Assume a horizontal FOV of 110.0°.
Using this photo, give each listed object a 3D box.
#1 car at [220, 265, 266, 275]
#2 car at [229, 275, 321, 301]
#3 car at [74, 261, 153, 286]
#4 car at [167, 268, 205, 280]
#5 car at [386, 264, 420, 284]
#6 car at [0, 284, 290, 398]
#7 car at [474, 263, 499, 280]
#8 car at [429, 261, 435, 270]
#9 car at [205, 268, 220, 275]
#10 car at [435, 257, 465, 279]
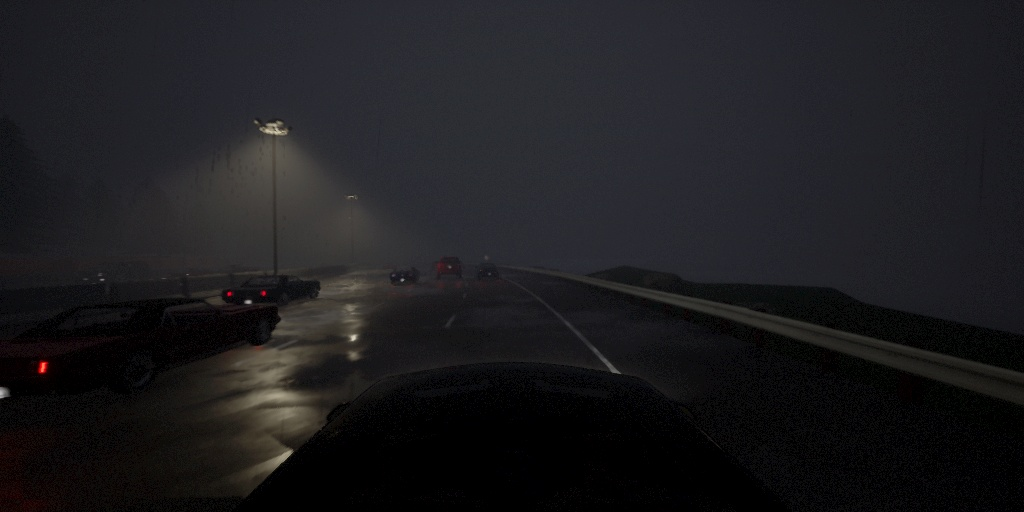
[{"bbox_3d":[-24.024,1.676,32.696,1.994,1.385,4.181,-1,0,-11],"label":"car"},{"bbox_3d":[-10.556,1.510,16.260,1.895,1.301,4.718,-1,0,-6],"label":"car"},{"bbox_3d":[-34.417,1.485,31.215,2.150,2.045,5.566,-1,0,-11],"label":"car"},{"bbox_3d":[-31.803,1.827,35.803,1.895,1.301,4.718,-1,0,-12],"label":"car"},{"bbox_3d":[-8.558,1.485,28.973,1.895,1.301,4.718,-1,0,-10],"label":"car"},{"bbox_3d":[-6.617,1.449,6.777,1.895,1.301,4.718,-1,0,-2],"label":"car"},{"bbox_3d":[-2.311,1.320,32.311,1.812,1.442,4.674,0,0,-10],"label":"car"},{"bbox_3d":[-12.067,1.451,57.194,1.837,1.490,4.892,1,0,-19],"label":"car"},{"bbox_3d":[-28.440,1.669,36.680,2.128,1.511,4.902,-1,0,-12],"label":"car"},{"bbox_3d":[-6.062,1.072,34.474,2.150,2.045,5.566,0,0,-12],"label":"car"}]
